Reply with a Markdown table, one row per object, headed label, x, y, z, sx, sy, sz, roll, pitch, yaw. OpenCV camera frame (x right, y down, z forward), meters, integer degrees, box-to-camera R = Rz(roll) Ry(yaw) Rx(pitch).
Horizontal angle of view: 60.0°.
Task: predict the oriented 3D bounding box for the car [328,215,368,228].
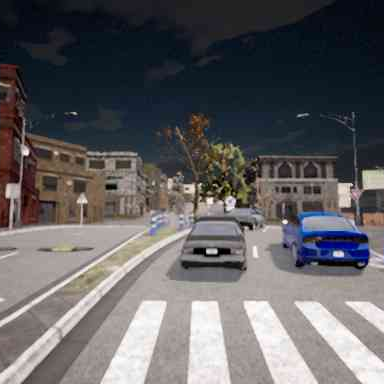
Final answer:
| label | x | y | z | sx | sy | sz | roll | pitch | yaw |
| --- | --- | --- | --- | --- | --- | --- | --- | --- | --- |
| car | 17.223 | 3.280 | 36.715 | 4.718 | 1.301 | 1.895 | 4 | -7 | -35 |

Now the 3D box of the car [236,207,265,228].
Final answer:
| label | x | y | z | sx | sy | sz | roll | pitch | yaw |
| --- | --- | --- | --- | --- | --- | --- | --- | --- | --- |
| car | 3.271 | 1.644 | 20.850 | 1.994 | 1.385 | 4.181 | -2 | -4 | 23 |

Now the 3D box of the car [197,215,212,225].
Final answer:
| label | x | y | z | sx | sy | sz | roll | pitch | yaw |
| --- | --- | --- | --- | --- | --- | --- | --- | --- | --- |
| car | 2.399 | 5.507 | 65.273 | 2.128 | 1.511 | 4.902 | 1 | -1 | -9 |

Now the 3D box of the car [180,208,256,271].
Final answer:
| label | x | y | z | sx | sy | sz | roll | pitch | yaw |
| --- | --- | --- | --- | --- | --- | --- | --- | --- | --- |
| car | 0.838 | 1.502 | 10.793 | 2.033 | 1.411 | 5.357 | -1 | 1 | 8 |

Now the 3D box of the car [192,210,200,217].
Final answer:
| label | x | y | z | sx | sy | sz | roll | pitch | yaw |
| --- | --- | --- | --- | --- | --- | --- | --- | --- | --- |
| car | 1.142 | 5.540 | 87.244 | 1.812 | 1.442 | 4.674 | 0 | 0 | 4 |

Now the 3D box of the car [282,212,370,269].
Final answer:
| label | x | y | z | sx | sy | sz | roll | pitch | yaw |
| --- | --- | --- | --- | --- | --- | --- | --- | --- | --- |
| car | 4.136 | 1.388 | 11.005 | 1.882 | 1.535 | 5.008 | -1 | 1 | 9 |
